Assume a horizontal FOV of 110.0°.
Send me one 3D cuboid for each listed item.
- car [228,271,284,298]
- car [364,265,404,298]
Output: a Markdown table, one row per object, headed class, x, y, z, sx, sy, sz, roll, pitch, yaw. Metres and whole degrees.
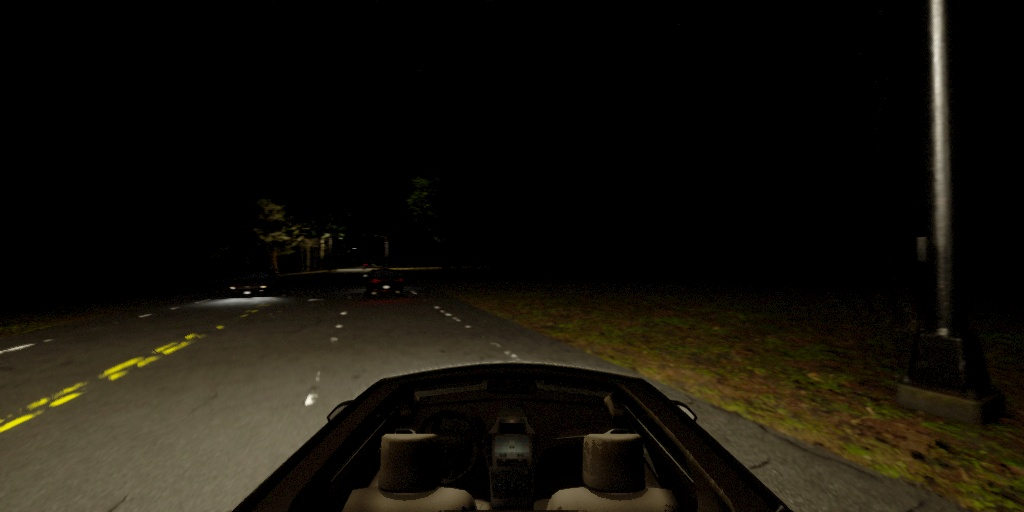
| class | x | y | z | sx | sy | sz | roll | pitch | yaw |
| --- | --- | --- | --- | --- | --- | --- | --- | --- | --- |
| car | -15.519 | 1.659 | 22.104 | 2.033 | 1.411 | 5.357 | -1 | 0 | -22 |
| car | -7.356 | 1.462 | 20.558 | 1.882 | 1.535 | 5.008 | -1 | 0 | -22 |
